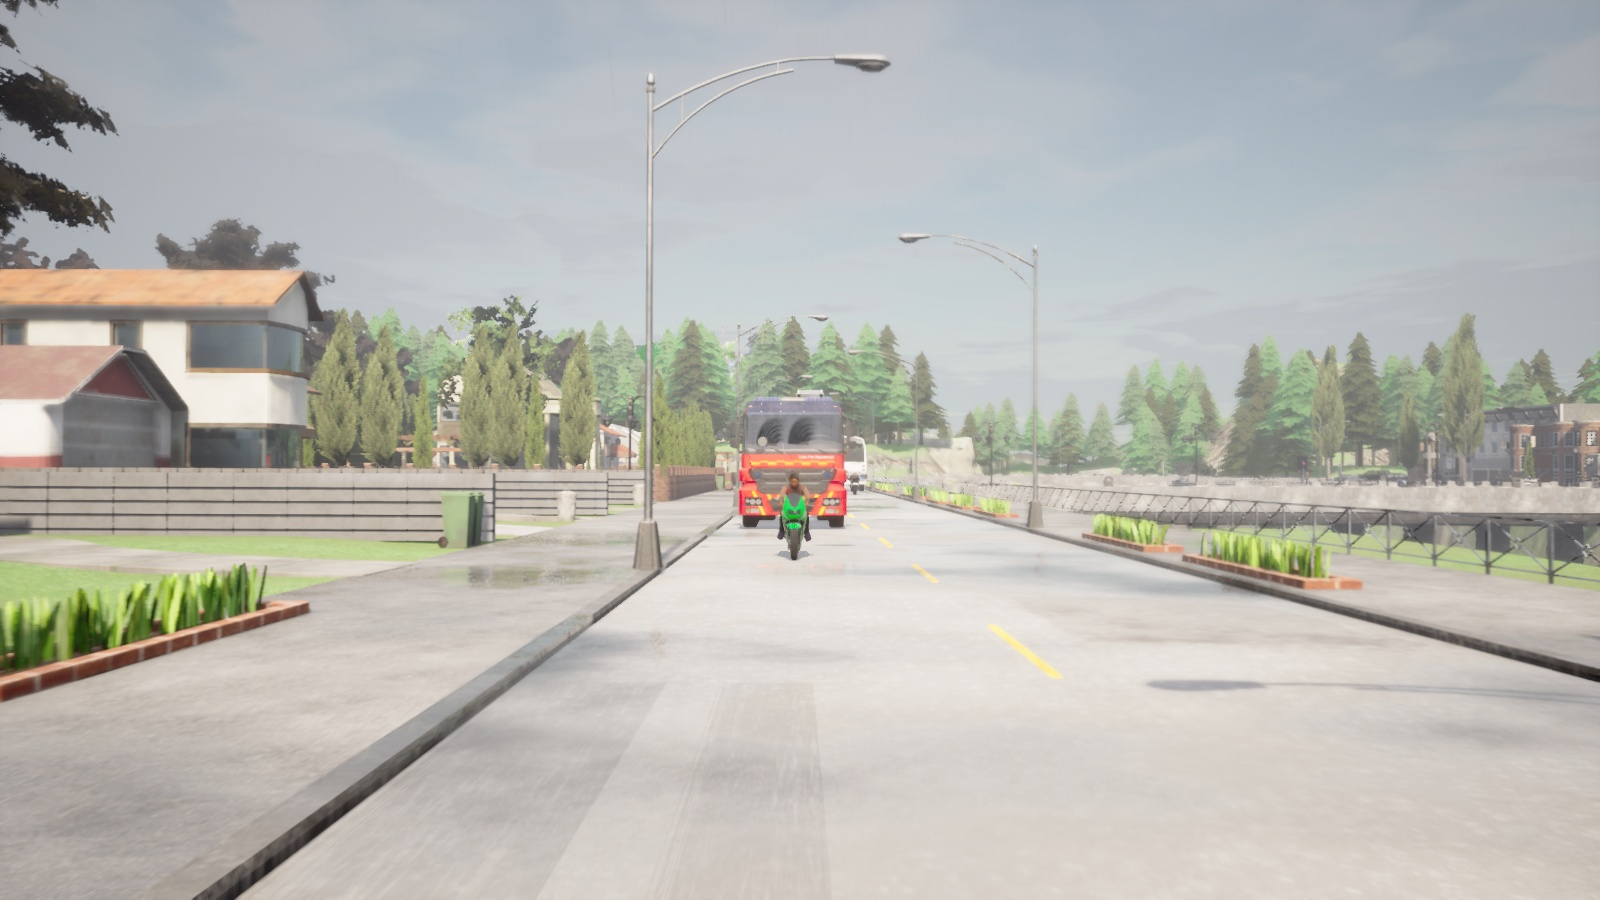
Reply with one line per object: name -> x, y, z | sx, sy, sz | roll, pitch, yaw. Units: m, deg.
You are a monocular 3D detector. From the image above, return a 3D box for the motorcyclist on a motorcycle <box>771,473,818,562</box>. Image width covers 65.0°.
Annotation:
motorcyclist on a motorcycle -> -0.087, 1.174, 22.490 | 0.797, 1.523, 2.044 | 0, -1, 0

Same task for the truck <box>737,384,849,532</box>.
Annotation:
truck -> -0.140, 0.269, 36.889 | 2.891, 3.827, 8.468 | 0, -1, 1
